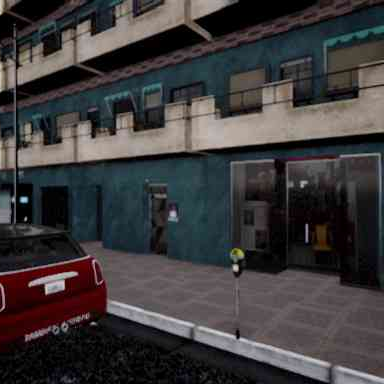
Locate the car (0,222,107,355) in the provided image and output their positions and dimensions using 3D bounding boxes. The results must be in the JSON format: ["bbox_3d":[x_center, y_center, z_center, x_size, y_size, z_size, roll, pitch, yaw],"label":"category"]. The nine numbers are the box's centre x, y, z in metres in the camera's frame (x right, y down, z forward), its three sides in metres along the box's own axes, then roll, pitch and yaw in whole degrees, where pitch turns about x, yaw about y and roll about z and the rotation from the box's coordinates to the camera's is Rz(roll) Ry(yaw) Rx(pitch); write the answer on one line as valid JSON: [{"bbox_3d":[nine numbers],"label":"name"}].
[{"bbox_3d":[-3.629,1.329,5.845,4.553,1.767,2.097,0,0,36],"label":"car"}]
